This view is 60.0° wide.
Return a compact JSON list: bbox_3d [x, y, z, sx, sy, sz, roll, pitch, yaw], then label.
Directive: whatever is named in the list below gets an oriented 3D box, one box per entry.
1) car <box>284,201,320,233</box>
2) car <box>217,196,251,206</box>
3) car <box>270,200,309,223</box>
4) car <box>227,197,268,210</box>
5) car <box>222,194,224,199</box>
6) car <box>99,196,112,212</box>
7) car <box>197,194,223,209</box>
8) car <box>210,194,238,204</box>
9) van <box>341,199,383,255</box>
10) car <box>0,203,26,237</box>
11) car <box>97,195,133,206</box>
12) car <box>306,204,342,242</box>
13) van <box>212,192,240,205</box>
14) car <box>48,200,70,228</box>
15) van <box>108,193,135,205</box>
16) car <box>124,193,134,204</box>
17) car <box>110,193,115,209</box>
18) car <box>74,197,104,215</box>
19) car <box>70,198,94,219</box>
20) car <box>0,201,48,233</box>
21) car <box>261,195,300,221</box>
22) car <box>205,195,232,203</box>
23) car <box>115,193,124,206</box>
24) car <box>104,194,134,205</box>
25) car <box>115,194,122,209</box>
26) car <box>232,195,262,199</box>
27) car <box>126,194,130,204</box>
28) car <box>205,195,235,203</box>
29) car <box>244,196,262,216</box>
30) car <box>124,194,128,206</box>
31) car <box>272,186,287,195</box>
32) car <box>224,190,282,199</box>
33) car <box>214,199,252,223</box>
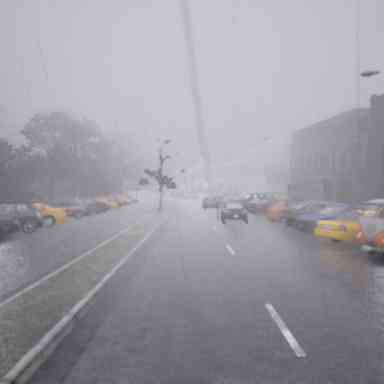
[{"bbox_3d":[7.721,1.440,17.409,5.008,1.535,2.097,1,0,-21],"label":"car"},{"bbox_3d":[6.396,1.389,50.611,4.674,1.452,2.002,1,0,-24],"label":"car"},{"bbox_3d":[7.664,1.433,20.427,4.892,1.521,2.231,1,0,-21],"label":"car"},{"bbox_3d":[6.968,1.413,41.567,4.674,1.452,2.002,1,0,-23],"label":"car"},{"bbox_3d":[6.612,1.397,47.594,4.674,1.452,2.002,1,0,-24],"label":"car"},{"bbox_3d":[-10.894,1.432,32.822,5.008,1.535,2.097,-1,0,-22],"label":"car"},{"bbox_3d":[2.234,1.387,42.121,2.128,1.511,4.902,0,0,-3],"label":"car"},{"bbox_3d":[5.700,1.200,59.653,4.553,1.767,2.185,1,0,-25],"label":"car"},{"bbox_3d":[7.643,1.228,11.338,4.442,1.987,1.878,1,0,-20],"label":"van"},{"bbox_3d":[-10.474,1.471,15.044,4.892,1.521,2.231,-1,0,-20],"label":"car"},{"bbox_3d":[-12.346,1.391,53.433,5.366,1.575,1.946,-1,0,-24],"label":"car"},{"bbox_3d":[7.907,1.447,14.466,5.366,1.575,1.946,1,0,-20],"label":"car"},{"bbox_3d":[5.830,1.106,56.580,4.442,1.987,1.878,1,0,-25],"label":"van"},{"bbox_3d":[-10.550,1.458,20.977,5.008,1.535,2.097,-1,0,-21],"label":"car"},{"bbox_3d":[-12.598,1.151,59.461,4.442,1.987,1.878,-1,0,-25],"label":"van"},{"bbox_3d":[-11.777,1.391,50.639,5.366,1.575,1.946,-1,0,-24],"label":"car"},{"bbox_3d":[-11.063,1.302,35.773,4.553,1.767,2.185,-1,0,-22],"label":"car"},{"bbox_3d":[-10.762,1.468,29.880,4.792,1.488,2.163,-1,0,-22],"label":"car"},{"bbox_3d":[-10.725,1.475,26.885,4.792,1.488,2.163,-1,0,-21],"label":"car"},{"bbox_3d":[-10.485,1.338,18.021,4.553,1.767,2.185,-1,0,-21],"label":"car"},{"bbox_3d":[7.604,1.297,23.446,4.553,1.767,2.185,1,0,-21],"label":"car"},{"bbox_3d":[5.276,1.345,65.628,4.792,1.488,2.163,1,0,-26],"label":"car"},{"bbox_3d":[-11.315,1.289,41.705,4.553,1.767,2.185,-1,0,-23],"label":"car"},{"bbox_3d":[-12.400,1.259,56.474,4.553,1.767,2.185,-1,0,-25],"label":"car"},{"bbox_3d":[-11.348,1.421,38.664,5.366,1.575,1.946,-1,0,-23],"label":"car"},{"bbox_3d":[7.270,1.390,35.526,5.008,1.535,2.097,1,0,-23],"label":"car"},{"bbox_3d":[-11.723,1.443,47.605,4.674,1.452,2.002,-1,0,-24],"label":"car"},{"bbox_3d":[5.222,1.312,62.568,5.366,1.575,1.946,1,0,-26],"label":"car"},{"bbox_3d":[7.476,1.406,29.492,5.008,1.535,2.097,1,0,-22],"label":"car"},{"bbox_3d":[-11.521,1.449,44.651,4.674,1.452,2.002,-1,0,-23],"label":"car"},{"bbox_3d":[19.908,0.000,77.816,2.002,1.452,4.674,-7,4,-30],"label":"car"},{"bbox_3d":[7.106,1.130,38.530,5.566,2.045,2.435,1,0,-23],"label":"car"},{"bbox_3d":[2.917,1.465,24.608,1.812,1.442,4.674,0,0,-1],"label":"car"}]
